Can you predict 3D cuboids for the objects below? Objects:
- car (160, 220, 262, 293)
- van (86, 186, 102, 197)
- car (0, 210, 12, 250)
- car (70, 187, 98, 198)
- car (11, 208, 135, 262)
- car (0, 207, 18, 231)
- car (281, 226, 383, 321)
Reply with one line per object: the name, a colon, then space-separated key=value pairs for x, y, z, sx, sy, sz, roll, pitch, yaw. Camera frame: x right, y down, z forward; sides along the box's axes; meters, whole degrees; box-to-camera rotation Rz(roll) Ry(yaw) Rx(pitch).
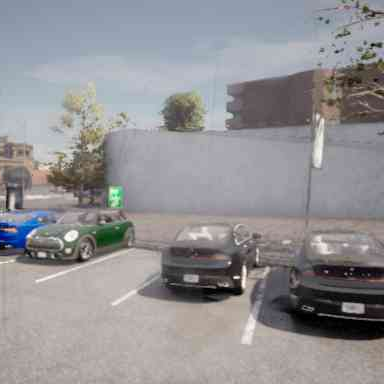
car: x=0.689 y=1.513 z=9.012 sx=2.231 sy=1.521 sz=4.892 roll=0 pitch=-1 yaw=17
van: x=-18.345 y=0.013 z=65.532 sx=4.442 sy=1.987 sz=1.878 roll=4 pitch=6 yaw=39
car: x=-6.360 y=1.574 z=14.375 sx=2.097 sy=1.535 sz=5.008 roll=0 pitch=-1 yaw=19
car: x=-21.016 y=0.402 z=64.109 sx=5.008 sy=1.535 sz=2.097 roll=4 pitch=6 yaw=39
car: x=-4.011 y=1.427 z=12.602 sx=2.185 sy=1.767 sz=4.553 roll=0 pitch=-1 yaw=18
car: x=-13.248 y=1.679 z=19.970 sx=2.163 sy=1.488 sz=4.792 roll=0 pitch=-1 yaw=20
car: x=3.074 y=1.495 z=7.267 sx=2.231 sy=1.521 sz=4.892 roll=0 pitch=-1 yaw=16
